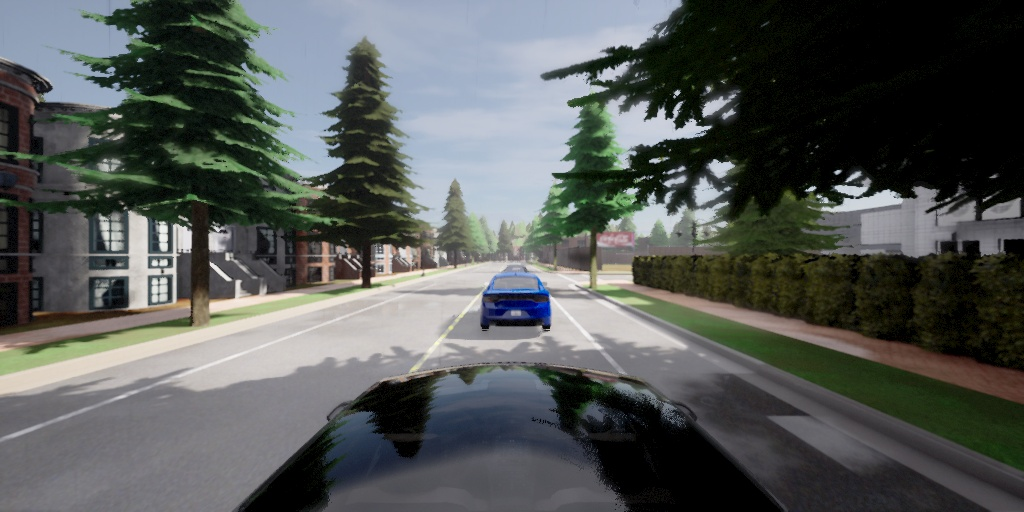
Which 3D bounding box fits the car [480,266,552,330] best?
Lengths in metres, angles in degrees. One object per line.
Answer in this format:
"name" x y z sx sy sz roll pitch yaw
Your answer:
"car" 0.107 1.241 11.187 1.882 1.535 5.008 0 0 0
